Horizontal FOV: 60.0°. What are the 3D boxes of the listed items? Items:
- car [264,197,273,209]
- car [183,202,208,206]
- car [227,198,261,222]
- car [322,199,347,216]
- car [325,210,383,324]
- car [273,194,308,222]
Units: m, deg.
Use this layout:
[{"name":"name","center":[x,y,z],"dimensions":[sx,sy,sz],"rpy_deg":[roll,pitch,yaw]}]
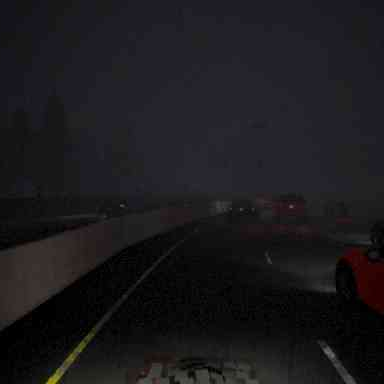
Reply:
[{"name":"car","center":[10.238,1.363,41.340],"dimensions":[1.837,1.490,4.892],"rpy_deg":[0,1,26]},{"name":"car","center":[0.914,1.351,38.202],"dimensions":[1.837,1.490,4.892],"rpy_deg":[0,0,23]},{"name":"car","center":[4.065,1.259,25.478],"dimensions":[2.097,1.767,4.553],"rpy_deg":[0,0,16]},{"name":"car","center":[13.122,1.398,30.610],"dimensions":[2.128,1.511,4.902],"rpy_deg":[0,0,20]},{"name":"car","center":[3.937,1.340,5.043],"dimensions":[2.097,1.767,4.553],"rpy_deg":[0,0,3]},{"name":"car","center":[7.829,1.134,26.089],"dimensions":[2.150,2.045,5.566],"rpy_deg":[0,0,17]}]
